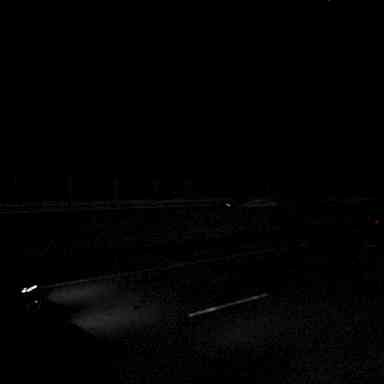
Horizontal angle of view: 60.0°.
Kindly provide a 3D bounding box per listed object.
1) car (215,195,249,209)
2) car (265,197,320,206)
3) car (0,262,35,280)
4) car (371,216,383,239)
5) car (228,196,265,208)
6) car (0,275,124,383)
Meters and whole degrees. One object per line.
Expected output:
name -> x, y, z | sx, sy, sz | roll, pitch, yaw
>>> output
car -> 4.495, 1.193, 33.005 | 4.553, 1.767, 2.097 | -1, 0, -35
car -> 8.596, 1.192, 27.333 | 4.553, 1.767, 2.097 | -1, 0, -35
car -> -4.784, 1.515, 4.632 | 4.892, 1.490, 1.837 | -1, 0, -35
car -> 10.085, 1.445, 15.250 | 4.181, 1.385, 1.994 | 0, 0, -36
car -> 5.750, 1.373, 29.601 | 4.674, 1.442, 1.812 | 0, 0, -35
car -> -2.695, 1.609, 1.822 | 4.718, 1.301, 1.895 | 0, 0, -36
